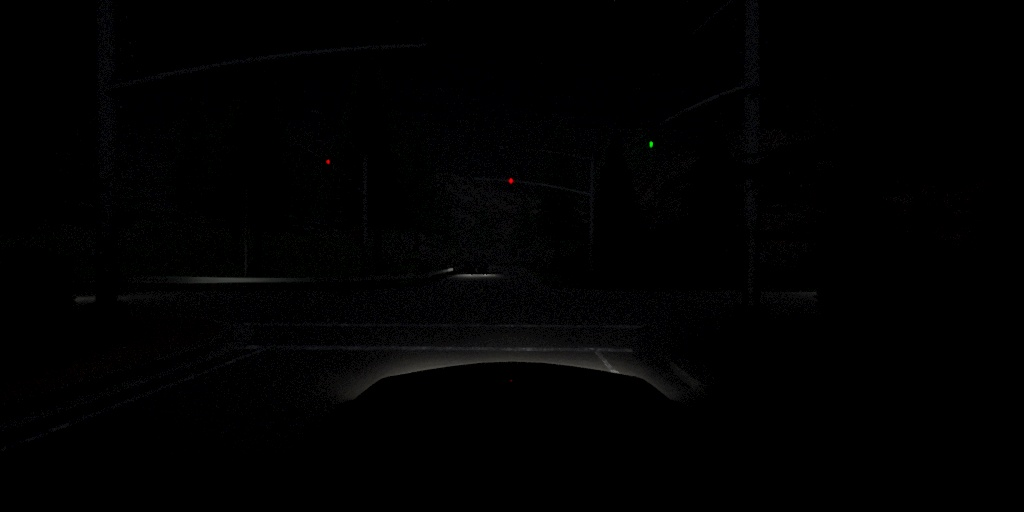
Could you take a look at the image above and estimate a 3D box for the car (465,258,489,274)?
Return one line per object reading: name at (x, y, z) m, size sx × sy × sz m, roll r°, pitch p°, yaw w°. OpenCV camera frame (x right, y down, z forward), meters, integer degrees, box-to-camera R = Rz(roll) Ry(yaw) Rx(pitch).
car at (-3.579, 1.149, 38.566) m, size 1.837 × 1.490 × 4.892 m, roll 0°, pitch 0°, yaw 0°
